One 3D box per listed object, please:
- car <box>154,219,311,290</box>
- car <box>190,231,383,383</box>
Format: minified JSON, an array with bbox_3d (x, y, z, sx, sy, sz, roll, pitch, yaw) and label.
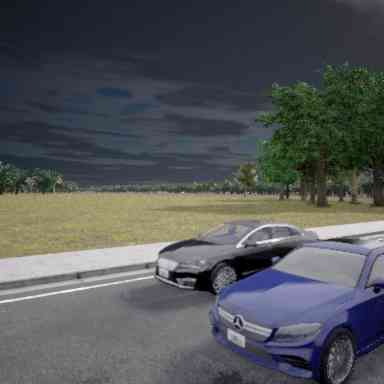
[{"bbox_3d":[1.386,1.496,8.656,4.902,1.511,2.128,0,0,-35],"label":"car"},{"bbox_3d":[2.436,1.529,5.415,4.674,1.442,1.812,0,0,-35],"label":"car"}]
